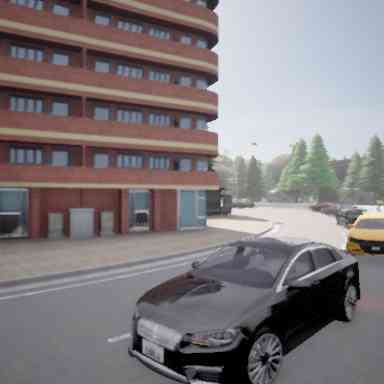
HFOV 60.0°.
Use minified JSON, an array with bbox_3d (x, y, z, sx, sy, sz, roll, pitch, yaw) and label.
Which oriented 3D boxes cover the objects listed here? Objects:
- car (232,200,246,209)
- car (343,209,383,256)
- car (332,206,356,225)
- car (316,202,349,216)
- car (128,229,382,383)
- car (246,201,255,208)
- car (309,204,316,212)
[{"bbox_3d":[7.559,2.356,62.280,1.837,1.490,4.892,0,-1,-26],"label":"car"},{"bbox_3d":[7.485,1.673,13.443,1.882,1.535,5.008,0,-1,30],"label":"car"},{"bbox_3d":[12.147,1.958,24.878,1.895,1.301,4.718,0,-1,12],"label":"car"},{"bbox_3d":[16.634,2.084,37.669,2.033,1.411,5.357,0,-1,-6],"label":"car"},{"bbox_3d":[1.246,1.571,5.561,2.128,1.511,4.902,-1,-1,44],"label":"car"},{"bbox_3d":[10.117,2.437,64.841,2.033,1.411,5.357,0,-1,-26],"label":"car"},{"bbox_3d":[18.317,2.130,46.078,1.882,1.535,5.008,0,0,-15],"label":"car"}]
